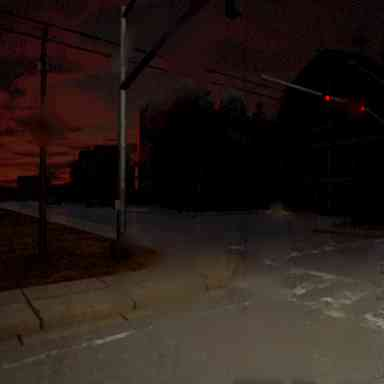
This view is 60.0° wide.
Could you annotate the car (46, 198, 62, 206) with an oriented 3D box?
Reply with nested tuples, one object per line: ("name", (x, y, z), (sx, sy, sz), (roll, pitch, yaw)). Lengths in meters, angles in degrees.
("car", (-23.580, 1.616, 56.473), (1.994, 1.385, 4.181), (0, 0, -36))

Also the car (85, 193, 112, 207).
("car", (-14.053, 1.222, 50.394), (3.866, 1.878, 1.905), (-2, 5, 11))
